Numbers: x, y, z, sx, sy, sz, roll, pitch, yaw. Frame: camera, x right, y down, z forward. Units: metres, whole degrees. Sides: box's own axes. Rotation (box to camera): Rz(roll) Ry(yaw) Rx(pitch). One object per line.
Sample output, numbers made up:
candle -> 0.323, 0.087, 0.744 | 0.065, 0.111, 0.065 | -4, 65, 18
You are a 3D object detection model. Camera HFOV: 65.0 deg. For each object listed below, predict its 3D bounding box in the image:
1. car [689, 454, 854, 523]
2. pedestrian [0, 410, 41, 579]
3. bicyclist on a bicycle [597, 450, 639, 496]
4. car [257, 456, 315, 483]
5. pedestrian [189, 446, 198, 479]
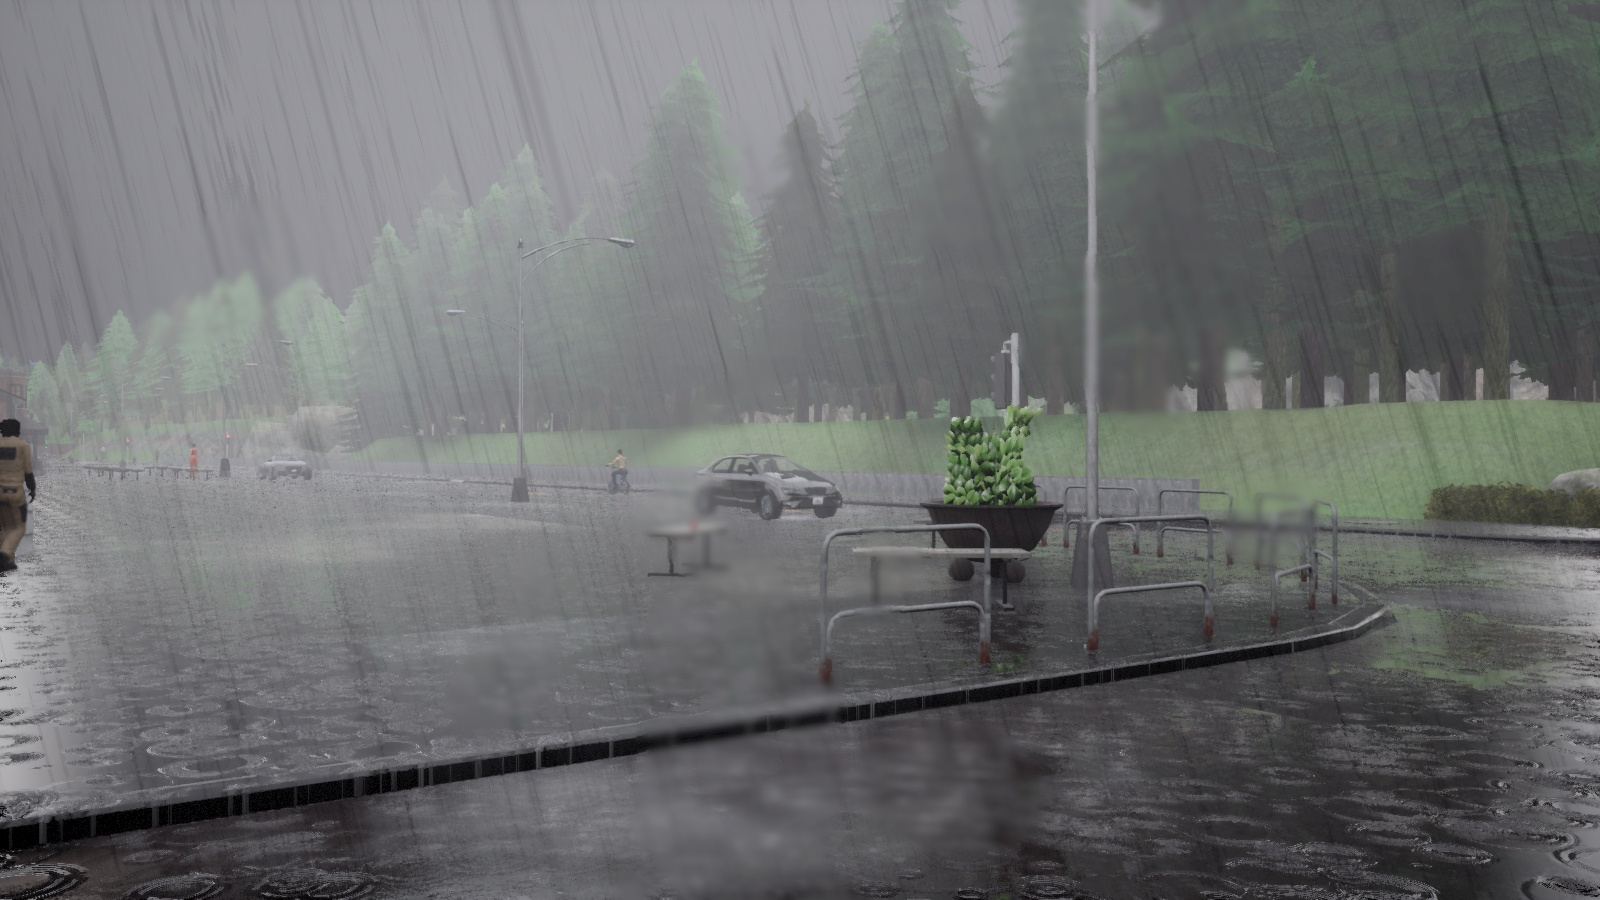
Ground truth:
car -> -0.748, 0.831, 29.213 | 1.816, 1.474, 4.193 | 0, 0, -35
pedestrian -> -9.228, 0.510, 14.654 | 0.396, 1.930, 0.692 | 0, 0, -8
bicyclist on a bicycle -> -6.421, 0.803, 44.282 | 0.866, 1.612, 1.509 | 0, 0, -35
car -> -27.746, 1.033, 67.751 | 1.994, 1.385, 4.181 | 0, 0, -35
pedestrian -> -33.436, 0.695, 69.250 | 0.345, 1.836, 0.594 | 0, 0, -38
